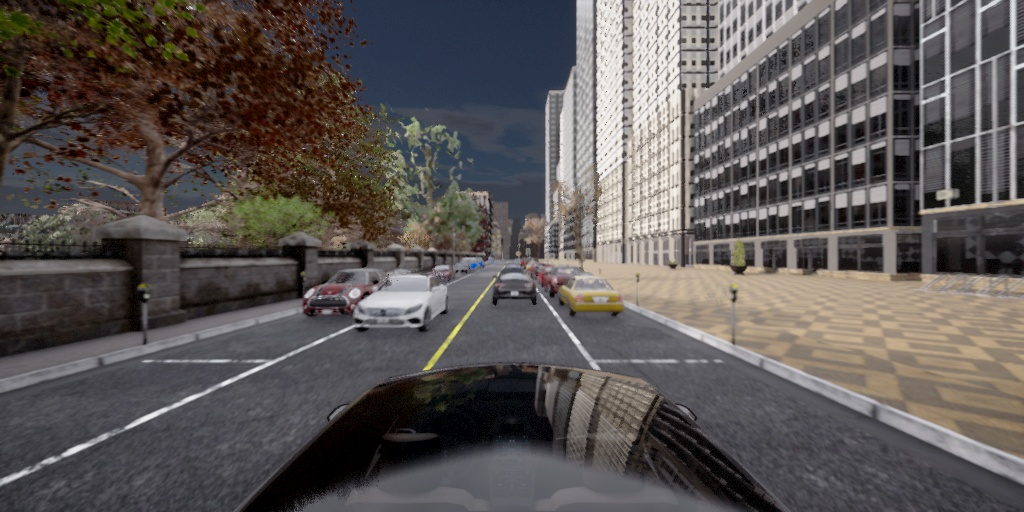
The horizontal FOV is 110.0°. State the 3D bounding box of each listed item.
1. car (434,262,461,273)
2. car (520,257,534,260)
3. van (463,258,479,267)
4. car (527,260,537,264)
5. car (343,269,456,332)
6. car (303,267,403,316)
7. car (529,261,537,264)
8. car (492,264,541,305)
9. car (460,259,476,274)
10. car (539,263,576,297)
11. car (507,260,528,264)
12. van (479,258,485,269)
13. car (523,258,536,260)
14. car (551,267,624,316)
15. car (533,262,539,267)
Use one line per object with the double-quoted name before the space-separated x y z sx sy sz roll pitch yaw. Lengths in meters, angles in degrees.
"car" -5.689 1.353 29.919 1.802 1.307 4.207 0 0 0
"car" 2.693 1.120 52.448 2.192 1.841 5.009 0 0 0
"van" -5.688 1.136 46.816 1.690 1.789 3.998 0 0 0
"car" 2.691 1.325 35.551 1.888 1.381 4.507 0 0 0
"car" -3.094 1.277 10.950 1.812 1.442 4.674 0 0 0
"car" -5.691 1.192 13.024 1.967 1.591 4.097 0 0 0
"car" 2.691 1.337 29.918 1.948 1.339 4.313 0 0 0
"car" 0.113 1.280 16.101 1.812 1.442 4.674 0 0 0
"car" -5.688 1.353 41.184 1.948 1.339 4.313 0 0 0
"car" 2.690 1.197 18.655 1.967 1.591 4.097 0 0 0
"car" 0.102 1.324 33.145 2.033 1.411 5.357 0 0 0
"van" -5.687 1.155 58.080 1.690 1.789 3.998 0 0 0
"car" 2.693 1.321 46.985 1.751 1.417 4.829 0 0 0
"car" 2.690 1.278 13.193 1.751 1.417 4.829 0 0 0
"car" 2.690 1.308 24.286 1.888 1.381 4.507 0 0 0
